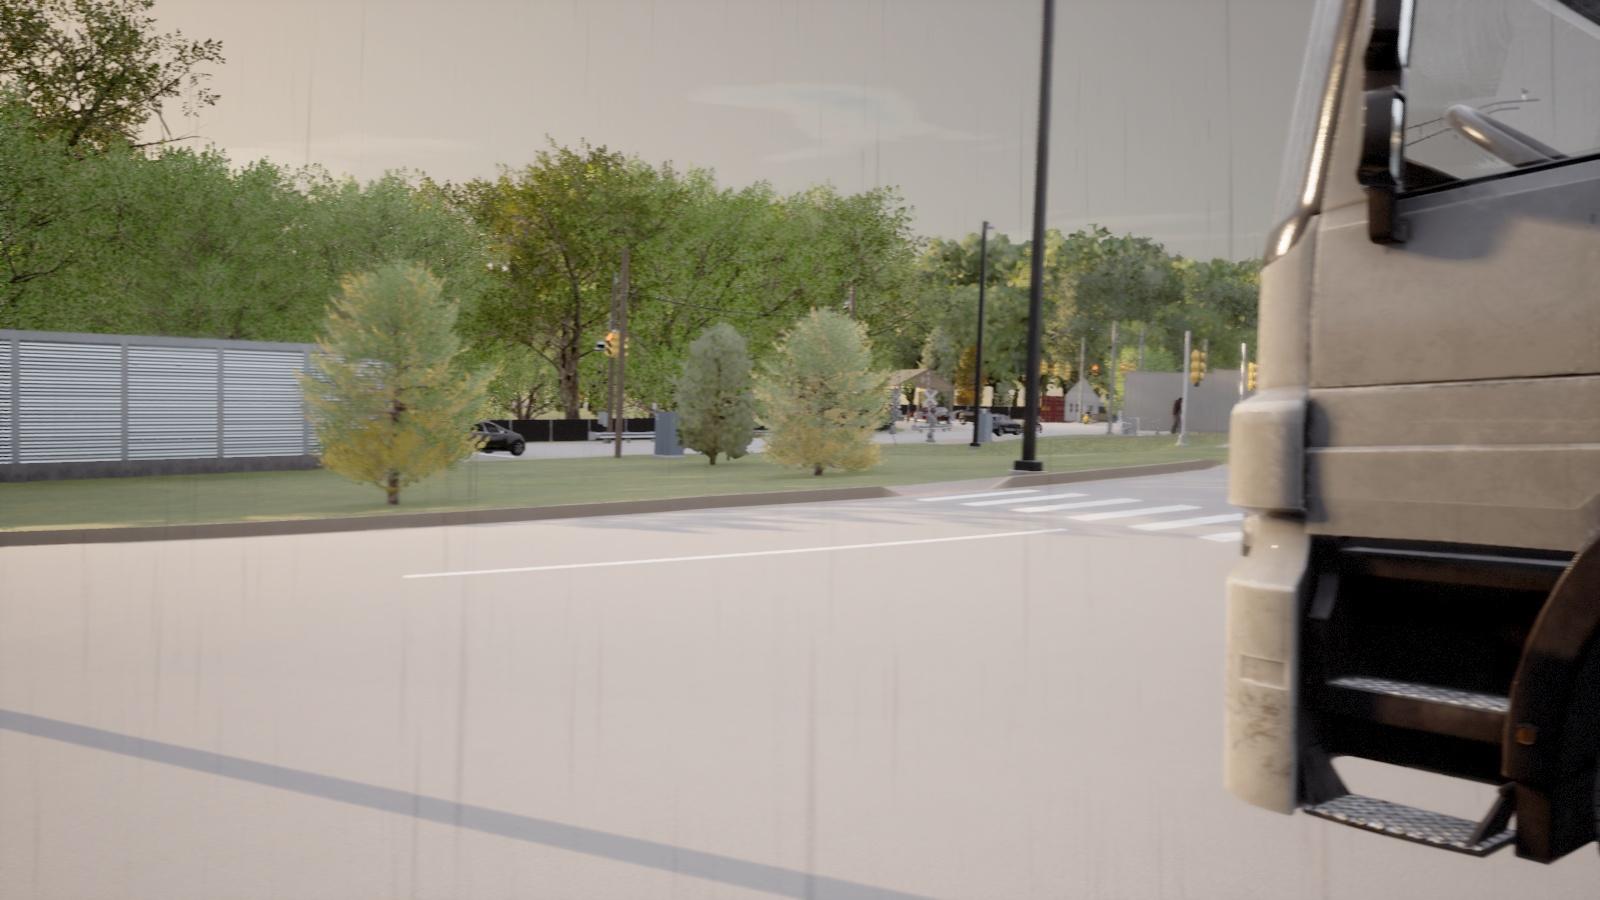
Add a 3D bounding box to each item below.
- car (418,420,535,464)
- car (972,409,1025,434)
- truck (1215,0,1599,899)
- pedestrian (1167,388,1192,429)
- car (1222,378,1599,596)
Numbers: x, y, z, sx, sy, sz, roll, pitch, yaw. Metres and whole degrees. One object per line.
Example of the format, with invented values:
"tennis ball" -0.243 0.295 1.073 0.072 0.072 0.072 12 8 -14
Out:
"car" -14.104 -0.392 55.005 2.242 1.667 4.611 3 4 35
"car" 14.969 -2.177 94.435 2.033 1.649 4.856 3 4 35
"truck" 4.916 -0.311 1.694 2.891 3.462 7.936 -1 1 -40
"pedestrian" 17.435 -1.898 57.670 0.899 1.844 0.634 2 2 32
"car" 5.697 0.160 10.887 3.806 1.475 1.970 -4 5 -35
